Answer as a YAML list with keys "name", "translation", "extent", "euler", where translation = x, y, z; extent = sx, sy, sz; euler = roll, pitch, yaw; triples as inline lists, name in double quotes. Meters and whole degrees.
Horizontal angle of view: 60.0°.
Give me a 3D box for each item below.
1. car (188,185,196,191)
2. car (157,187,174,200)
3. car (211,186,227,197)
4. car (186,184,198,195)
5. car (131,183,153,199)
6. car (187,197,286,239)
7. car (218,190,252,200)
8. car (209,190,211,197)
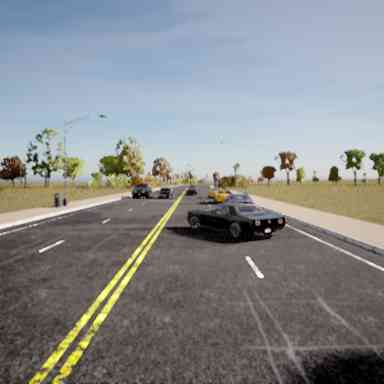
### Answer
- name: "car"
  translation: [0.030, -1.001, 78.510]
  extent: [1.837, 1.490, 4.892]
  euler: [0, 2, 0]
- name: "car"
  translation: [-3.323, 0.160, 42.354]
  extent: [1.837, 1.490, 4.892]
  euler: [0, 2, 0]
- name: "car"
  translation: [3.263, 0.356, 34.632]
  extent: [1.801, 1.575, 5.366]
  euler: [0, 2, 0]
- name: "car"
  translation: [0.033, -0.205, 55.160]
  extent: [2.033, 1.411, 5.357]
  euler: [0, 2, 0]
- name: "car"
  translation: [-6.573, -0.187, 44.302]
  extent: [2.150, 2.045, 5.566]
  euler: [0, 2, 0]
- name: "car"
  translation: [1.696, 1.134, 14.659]
  extent: [1.895, 1.301, 4.718]
  euler: [-1, 2, -33]
- name: "car"
  translation: [3.259, 0.802, 23.450]
  extent: [2.033, 1.411, 5.357]
  euler: [0, 2, 0]
- name: "car"
  translation: [3.267, 0.007, 45.626]
  extent: [1.801, 1.575, 5.366]
  euler: [0, 2, 0]
